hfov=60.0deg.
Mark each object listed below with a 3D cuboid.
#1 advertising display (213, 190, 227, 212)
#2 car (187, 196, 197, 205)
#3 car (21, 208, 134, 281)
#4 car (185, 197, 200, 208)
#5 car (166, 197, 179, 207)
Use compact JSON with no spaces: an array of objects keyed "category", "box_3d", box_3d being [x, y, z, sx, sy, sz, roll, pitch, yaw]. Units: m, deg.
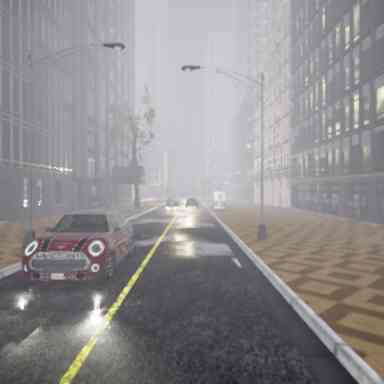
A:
[{"category":"advertising display","box_3d":[3.153,1.035,37.712,1.540,2.440,0.280,1,1,0]},{"category":"car","box_3d":[0.012,1.561,60.969,1.812,1.442,4.674,0,0,0]},{"category":"car","box_3d":[-3.097,1.351,9.919,2.097,1.767,4.553,0,0,0]},{"category":"car","box_3d":[0.020,1.522,48.169,1.837,1.490,4.892,0,-1,0]},{"category":"car","box_3d":[-3.045,1.515,52.333,2.128,1.511,4.902,0,0,1]}]
